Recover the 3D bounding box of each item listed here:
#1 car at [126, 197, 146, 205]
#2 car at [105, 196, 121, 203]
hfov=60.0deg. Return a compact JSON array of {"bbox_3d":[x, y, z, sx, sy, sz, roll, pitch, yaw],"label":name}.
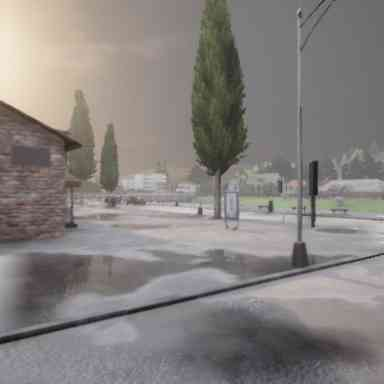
[{"bbox_3d":[-9.573,1.499,56.835,1.812,1.442,4.674,0,0,-35],"label":"car"},{"bbox_3d":[-15.555,1.465,65.209,2.128,1.511,4.902,0,0,-36],"label":"car"}]
